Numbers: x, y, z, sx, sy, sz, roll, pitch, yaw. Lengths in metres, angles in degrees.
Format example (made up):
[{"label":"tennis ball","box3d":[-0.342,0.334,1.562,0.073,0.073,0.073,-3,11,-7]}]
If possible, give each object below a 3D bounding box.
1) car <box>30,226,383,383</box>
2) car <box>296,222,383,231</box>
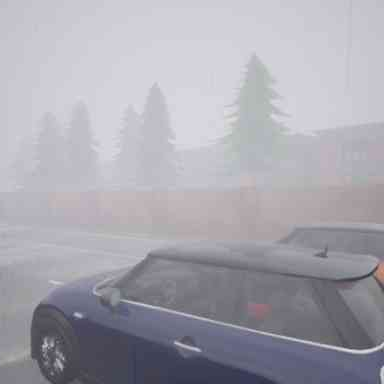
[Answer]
[{"label":"car","box3d":[0.099,1.371,3.915,4.553,1.767,2.097,-1,0,36]},{"label":"car","box3d":[2.503,1.367,6.499,4.553,1.767,2.097,-1,0,36]}]
